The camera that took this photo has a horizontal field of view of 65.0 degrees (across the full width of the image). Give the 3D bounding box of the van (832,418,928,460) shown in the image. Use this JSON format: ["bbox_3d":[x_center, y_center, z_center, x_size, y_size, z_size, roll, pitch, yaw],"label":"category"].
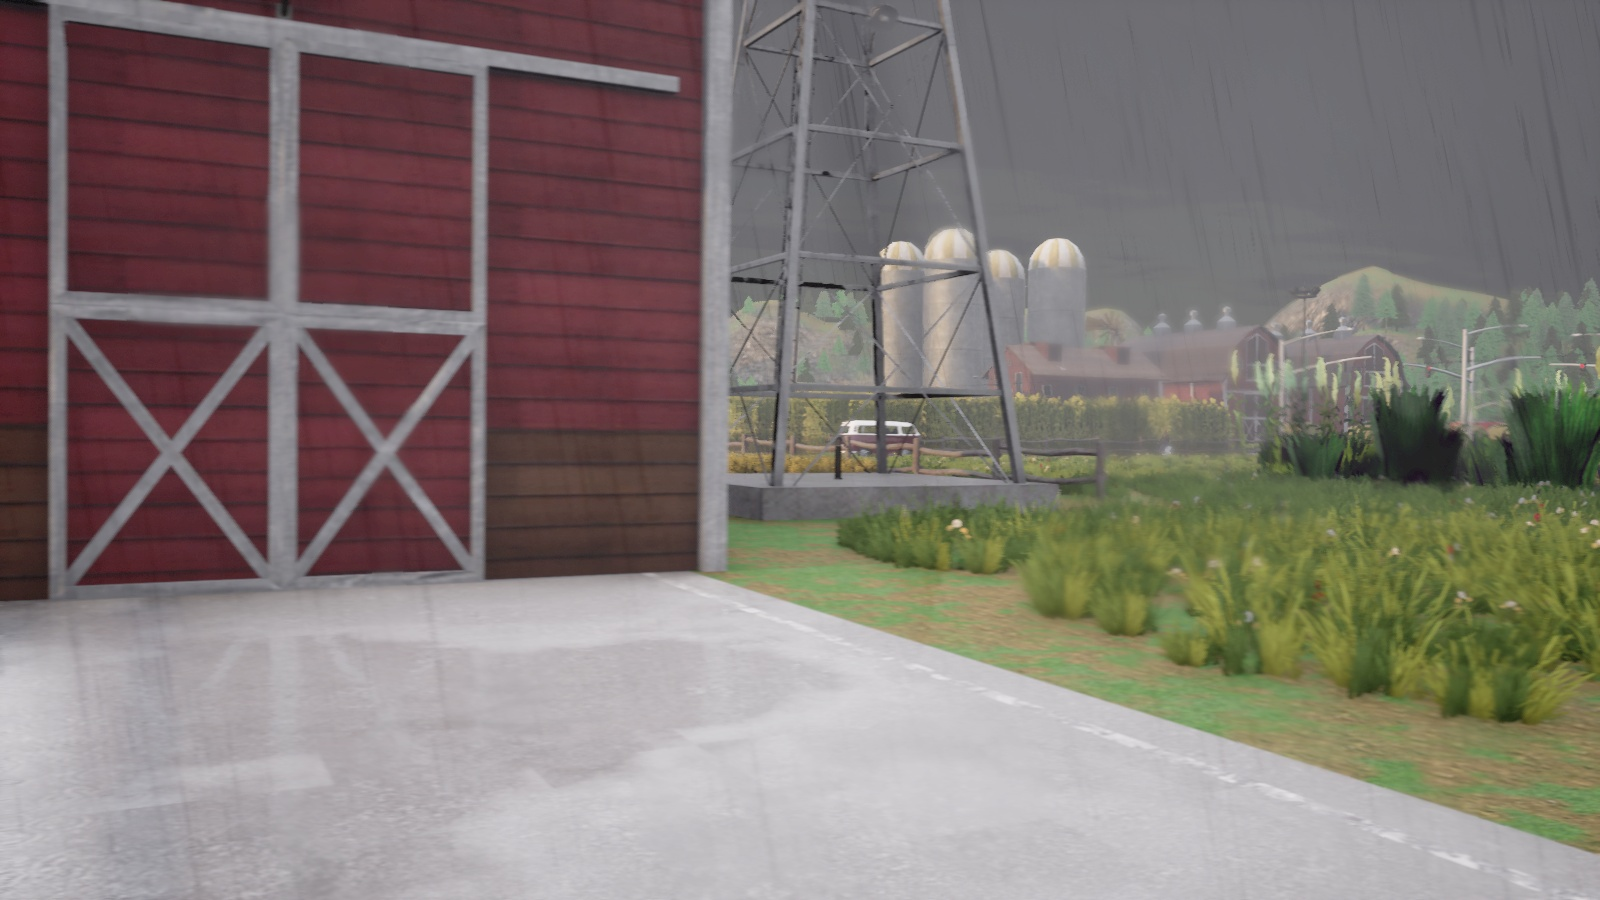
[{"bbox_3d":[4.092,-0.567,64.172,4.480,2.038,2.069,-1,1,-26],"label":"van"}]
